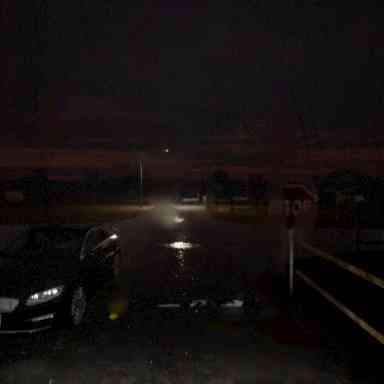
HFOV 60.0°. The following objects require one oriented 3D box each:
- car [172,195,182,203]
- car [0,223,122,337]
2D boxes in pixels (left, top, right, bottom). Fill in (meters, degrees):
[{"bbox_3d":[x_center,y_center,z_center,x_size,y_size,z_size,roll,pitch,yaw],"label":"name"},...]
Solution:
[{"bbox_3d":[-2.953,1.324,65.163,1.812,1.442,4.674,0,1,0],"label":"car"},{"bbox_3d":[-2.770,1.464,6.959,2.128,1.511,4.902,0,0,0],"label":"car"}]
